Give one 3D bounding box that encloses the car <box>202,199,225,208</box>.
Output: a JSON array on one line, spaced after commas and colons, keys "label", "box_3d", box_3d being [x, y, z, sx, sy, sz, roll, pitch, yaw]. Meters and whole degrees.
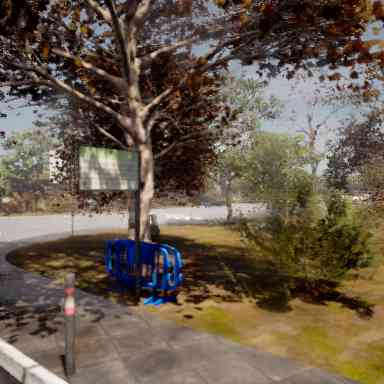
[{"label": "car", "box_3d": [3.876, 1.999, 60.469, 4.674, 1.442, 1.812, -2, 1, -35]}]
